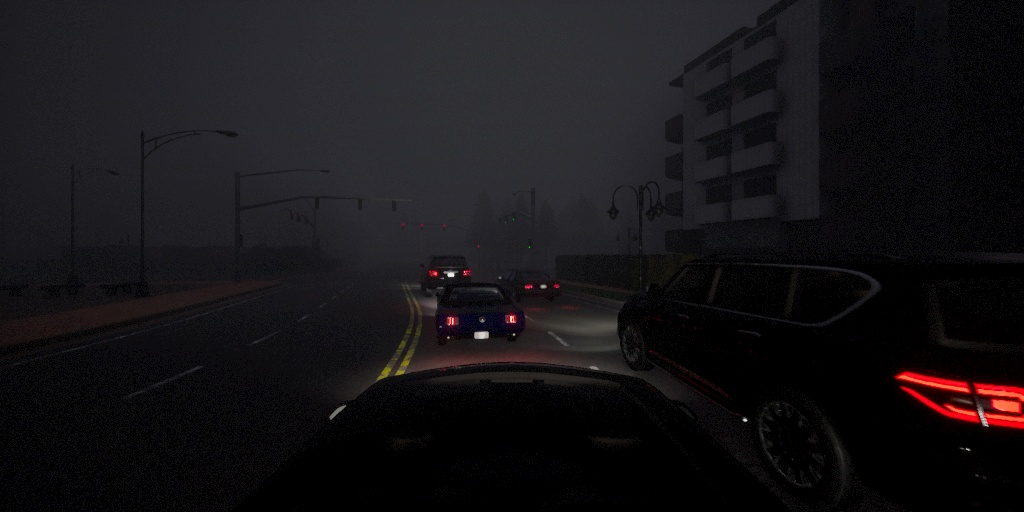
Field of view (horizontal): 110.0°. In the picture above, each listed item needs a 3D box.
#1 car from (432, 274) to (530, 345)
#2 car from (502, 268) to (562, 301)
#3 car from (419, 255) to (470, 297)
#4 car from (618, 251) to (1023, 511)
[{"bbox_3d":[-1.078,1.351,9.590,1.895,1.301,4.718,0,0,-12],"label":"car"},{"bbox_3d":[0.592,1.298,17.128,2.033,1.411,5.357,0,0,-16],"label":"car"},{"bbox_3d":[-3.614,0.971,19.025,2.150,2.045,5.566,0,0,-18],"label":"car"},{"bbox_3d":[3.234,0.973,4.550,2.150,2.045,5.566,0,0,-4],"label":"car"}]
